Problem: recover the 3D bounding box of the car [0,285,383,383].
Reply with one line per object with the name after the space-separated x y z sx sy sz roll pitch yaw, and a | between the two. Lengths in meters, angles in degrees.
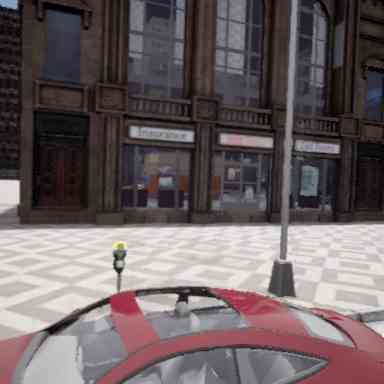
-0.311 1.469 2.477 4.206 1.307 1.802 1 2 -20 | car
